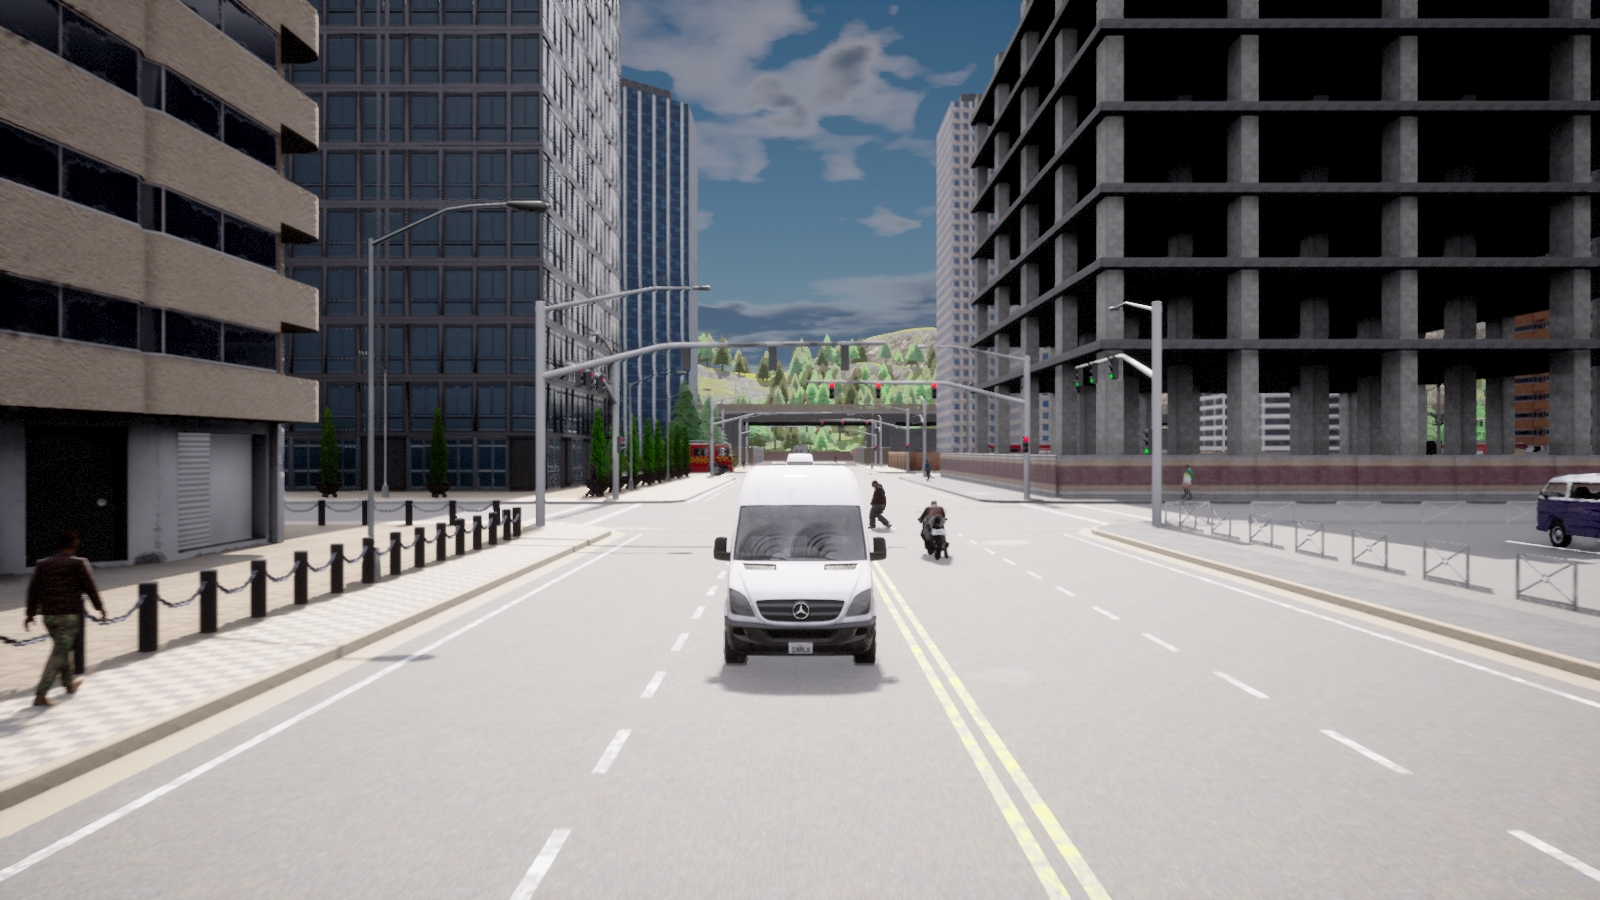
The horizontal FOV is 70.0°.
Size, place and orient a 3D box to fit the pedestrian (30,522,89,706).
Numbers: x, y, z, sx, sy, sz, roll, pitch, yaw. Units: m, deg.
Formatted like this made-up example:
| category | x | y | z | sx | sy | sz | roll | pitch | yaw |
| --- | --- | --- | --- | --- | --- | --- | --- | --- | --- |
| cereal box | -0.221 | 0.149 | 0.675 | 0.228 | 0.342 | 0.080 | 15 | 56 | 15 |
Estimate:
| category | x | y | z | sx | sy | sz | roll | pitch | yaw |
| --- | --- | --- | --- | --- | --- | --- | --- | --- | --- |
| pedestrian | -7.697 | 1.696 | 11.887 | 0.375 | 1.860 | 0.375 | 0 | 0 | 0 |

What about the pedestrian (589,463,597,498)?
| category | x | y | z | sx | sy | sz | roll | pitch | yaw |
| --- | --- | --- | --- | --- | --- | --- | --- | --- | --- |
| pedestrian | -11.090 | 1.638 | 61.210 | 0.375 | 1.860 | 0.375 | 0 | 0 | -5 |

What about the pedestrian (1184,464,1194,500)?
| category | x | y | z | sx | sy | sz | roll | pitch | yaw |
| --- | --- | --- | --- | --- | --- | --- | --- | --- | --- |
| pedestrian | 19.895 | 1.637 | 58.434 | 0.375 | 1.860 | 0.375 | 0 | 0 | -2 |

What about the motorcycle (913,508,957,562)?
| category | x | y | z | sx | sy | sz | roll | pitch | yaw |
| --- | --- | --- | --- | --- | --- | --- | --- | --- | --- |
| motorcycle | 3.506 | 2.203 | 29.858 | 0.867 | 1.251 | 2.209 | 0 | 0 | 0 |

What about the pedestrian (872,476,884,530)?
| category | x | y | z | sx | sy | sz | roll | pitch | yaw |
| --- | --- | --- | --- | --- | --- | --- | --- | --- | --- |
| pedestrian | 2.711 | 1.832 | 39.787 | 0.375 | 1.860 | 0.375 | 0 | 0 | 1 |

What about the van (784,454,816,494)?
| category | x | y | z | sx | sy | sz | roll | pitch | yaw |
| --- | --- | --- | --- | --- | --- | --- | --- | --- | --- |
| van | 0.009 | 1.530 | 75.542 | 1.988 | 2.561 | 5.915 | 0 | 0 | 0 |

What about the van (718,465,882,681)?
| category | x | y | z | sx | sy | sz | roll | pitch | yaw |
| --- | --- | --- | --- | --- | --- | --- | --- | --- | --- |
| van | 0.000 | 1.533 | 16.854 | 1.988 | 2.561 | 5.915 | 0 | 0 | 0 |
